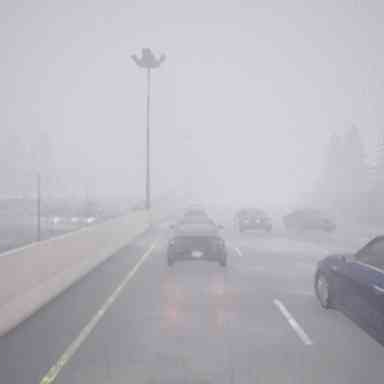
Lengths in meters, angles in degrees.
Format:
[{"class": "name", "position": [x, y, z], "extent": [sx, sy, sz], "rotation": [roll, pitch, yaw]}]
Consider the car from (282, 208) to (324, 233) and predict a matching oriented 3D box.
[{"class": "car", "position": [7.211, 1.723, 20.995], "extent": [2.033, 1.411, 5.357], "rotation": [0, 0, 1]}]

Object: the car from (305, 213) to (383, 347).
[{"class": "car", "position": [3.583, 1.406, 5.128], "extent": [2.097, 1.767, 4.553], "rotation": [0, 0, 1]}]

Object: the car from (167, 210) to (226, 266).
[{"class": "car", "position": [0.155, 1.599, 11.740], "extent": [1.812, 1.442, 4.674], "rotation": [0, 0, 0]}]

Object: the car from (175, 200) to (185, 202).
[{"class": "car", "position": [-2.321, 1.849, 74.333], "extent": [1.882, 1.535, 5.008], "rotation": [0, 0, 21]}]

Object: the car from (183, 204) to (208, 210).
[{"class": "car", "position": [0.272, 1.693, 26.936], "extent": [1.812, 1.442, 4.674], "rotation": [0, 0, 0]}]

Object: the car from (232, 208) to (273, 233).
[{"class": "car", "position": [3.711, 1.701, 21.022], "extent": [2.033, 1.411, 5.357], "rotation": [0, 0, 1]}]
